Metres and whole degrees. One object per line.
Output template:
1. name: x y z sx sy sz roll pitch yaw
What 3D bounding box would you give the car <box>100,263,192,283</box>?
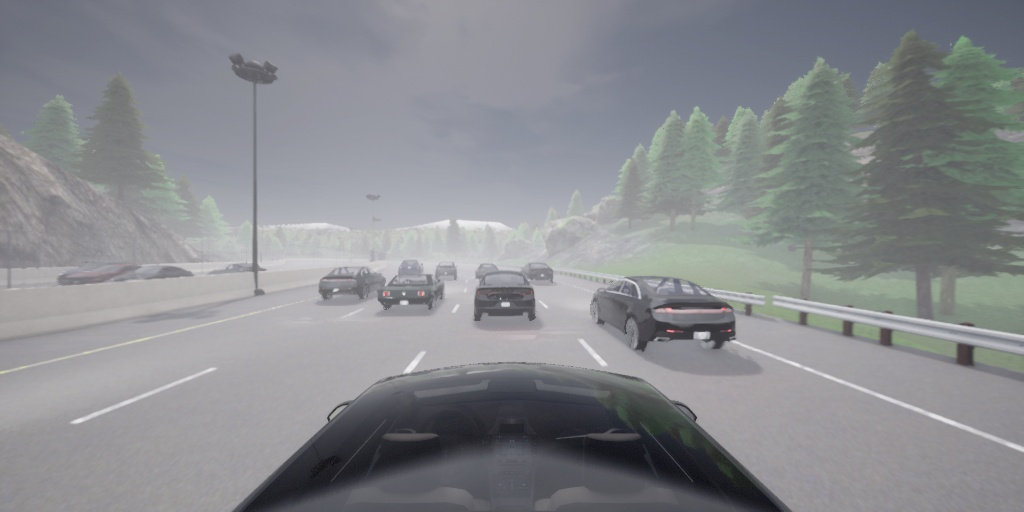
1. car: -22.417 1.312 22.606 1.812 1.442 4.674 0 0 -7

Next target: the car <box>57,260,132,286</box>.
1. car: -26.065 1.271 23.692 1.882 1.535 5.008 0 0 -7

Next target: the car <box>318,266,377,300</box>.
1. car: -7.665 1.250 17.649 2.128 1.511 4.902 0 0 -4

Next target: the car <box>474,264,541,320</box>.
1. car: -0.304 1.224 12.650 1.882 1.535 5.008 0 0 -3

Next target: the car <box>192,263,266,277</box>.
1. car: -19.180 1.270 25.031 2.128 1.511 4.902 0 0 -7

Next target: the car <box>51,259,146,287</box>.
1. car: -29.942 1.152 26.262 2.097 1.767 4.553 0 0 -8

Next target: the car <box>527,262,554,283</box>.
1. car: 1.837 1.213 27.640 1.882 1.535 5.008 0 0 -7

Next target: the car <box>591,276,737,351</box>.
1. car: 3.363 1.232 8.939 2.128 1.511 4.902 0 0 -2

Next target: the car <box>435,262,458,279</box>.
1. car: -5.910 1.240 32.508 2.128 1.511 4.902 0 0 -9

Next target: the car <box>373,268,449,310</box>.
1. car: -3.931 1.353 14.818 1.895 1.301 4.718 0 0 -4

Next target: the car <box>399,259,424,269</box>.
1. car: -10.009 1.108 35.809 2.097 1.767 4.553 0 0 -10
